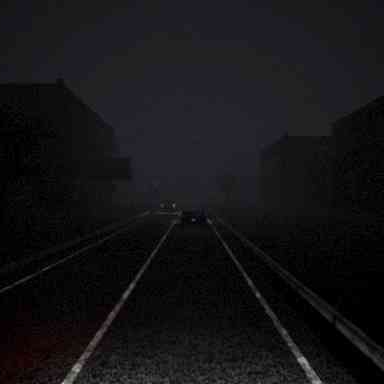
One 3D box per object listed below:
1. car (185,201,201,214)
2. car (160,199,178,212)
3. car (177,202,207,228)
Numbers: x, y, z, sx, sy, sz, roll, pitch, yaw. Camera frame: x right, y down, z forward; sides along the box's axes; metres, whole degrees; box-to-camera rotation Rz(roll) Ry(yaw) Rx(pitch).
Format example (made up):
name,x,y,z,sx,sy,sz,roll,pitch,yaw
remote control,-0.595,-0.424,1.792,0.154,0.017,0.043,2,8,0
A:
name,x,y,z,sx,sy,sz,roll,pitch,yaw
car,0.121,1.934,42.084,1.812,1.442,4.674,0,0,0
car,-3.055,1.779,44.862,2.097,1.767,4.553,0,0,0
car,0.108,1.745,24.868,1.882,1.535,5.008,0,0,0
